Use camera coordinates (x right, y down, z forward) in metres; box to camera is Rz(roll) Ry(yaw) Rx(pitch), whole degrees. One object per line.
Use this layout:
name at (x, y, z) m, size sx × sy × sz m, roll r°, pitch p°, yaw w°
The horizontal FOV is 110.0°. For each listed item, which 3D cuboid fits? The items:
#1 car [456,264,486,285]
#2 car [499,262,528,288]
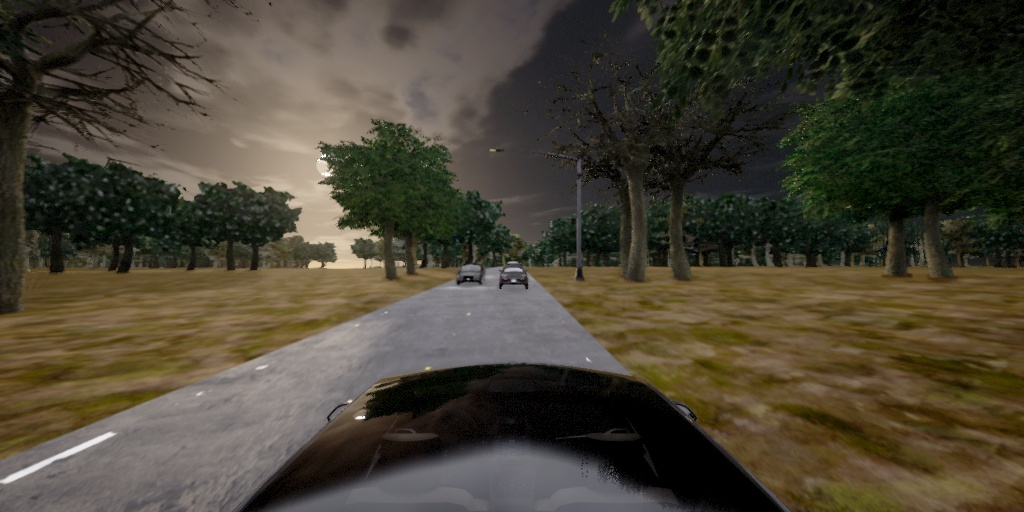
car at (-2.991, 1.359, 26.875) m, size 1.837 × 1.490 × 4.892 m, roll 0°, pitch 0°, yaw 0°
car at (0.108, 1.316, 23.797) m, size 1.812 × 1.442 × 4.674 m, roll 0°, pitch 0°, yaw 0°
